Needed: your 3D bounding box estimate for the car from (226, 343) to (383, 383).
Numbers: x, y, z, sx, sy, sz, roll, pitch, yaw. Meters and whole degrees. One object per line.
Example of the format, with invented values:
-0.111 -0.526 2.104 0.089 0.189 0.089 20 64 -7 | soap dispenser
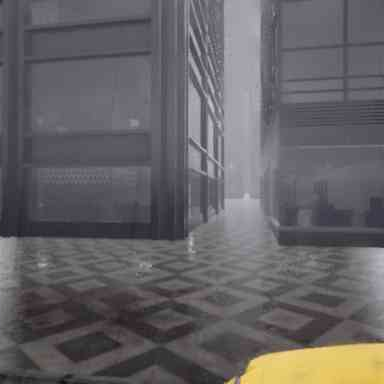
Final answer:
2.780 1.461 1.919 5.366 1.575 1.801 0 0 10 | car
